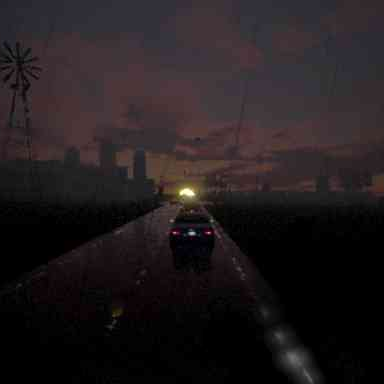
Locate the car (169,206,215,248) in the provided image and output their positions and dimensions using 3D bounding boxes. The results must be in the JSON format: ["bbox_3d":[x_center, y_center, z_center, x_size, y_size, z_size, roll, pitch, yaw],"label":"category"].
[{"bbox_3d":[0.000,1.568,14.652,2.033,1.411,5.357,0,0,0],"label":"car"}]

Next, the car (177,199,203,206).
[{"bbox_3d":[0.000,1.585,29.655,1.994,1.385,4.181,0,0,0],"label":"car"}]

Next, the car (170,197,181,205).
[{"bbox_3d":[-2.750,1.544,57.609,1.882,1.535,5.008,0,0,0],"label":"car"}]
